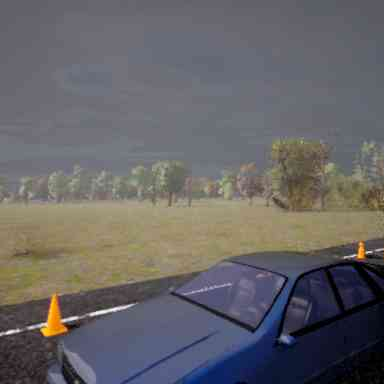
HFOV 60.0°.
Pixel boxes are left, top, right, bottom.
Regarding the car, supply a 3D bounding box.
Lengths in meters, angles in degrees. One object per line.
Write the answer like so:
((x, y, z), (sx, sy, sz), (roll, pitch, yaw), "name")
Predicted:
((1.124, 1.546, 4.334), (5.357, 1.411, 2.033), (0, 0, -36), "car")

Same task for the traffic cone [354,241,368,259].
((5.761, 1.950, 11.302), (0.340, 0.580, 0.340), (0, 0, -37), "traffic cone")

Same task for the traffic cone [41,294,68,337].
((-2.229, 1.961, 5.407), (0.340, 0.580, 0.340), (0, 0, -36), "traffic cone")
